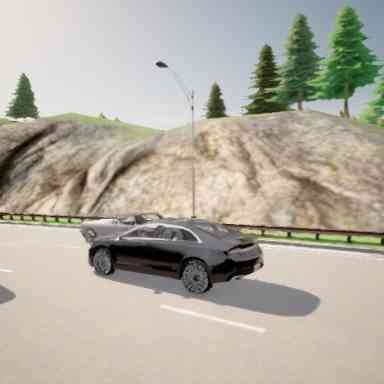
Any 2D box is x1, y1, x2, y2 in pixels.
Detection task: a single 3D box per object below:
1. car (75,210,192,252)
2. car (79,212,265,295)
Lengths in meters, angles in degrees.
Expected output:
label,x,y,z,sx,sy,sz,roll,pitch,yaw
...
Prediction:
label,x,y,z,sx,sy,sz,roll,pitch,yaw
car,-2.522,1.505,13.974,4.718,1.301,1.895,0,0,31
car,-0.610,1.425,8.567,4.902,1.511,2.128,0,0,33
